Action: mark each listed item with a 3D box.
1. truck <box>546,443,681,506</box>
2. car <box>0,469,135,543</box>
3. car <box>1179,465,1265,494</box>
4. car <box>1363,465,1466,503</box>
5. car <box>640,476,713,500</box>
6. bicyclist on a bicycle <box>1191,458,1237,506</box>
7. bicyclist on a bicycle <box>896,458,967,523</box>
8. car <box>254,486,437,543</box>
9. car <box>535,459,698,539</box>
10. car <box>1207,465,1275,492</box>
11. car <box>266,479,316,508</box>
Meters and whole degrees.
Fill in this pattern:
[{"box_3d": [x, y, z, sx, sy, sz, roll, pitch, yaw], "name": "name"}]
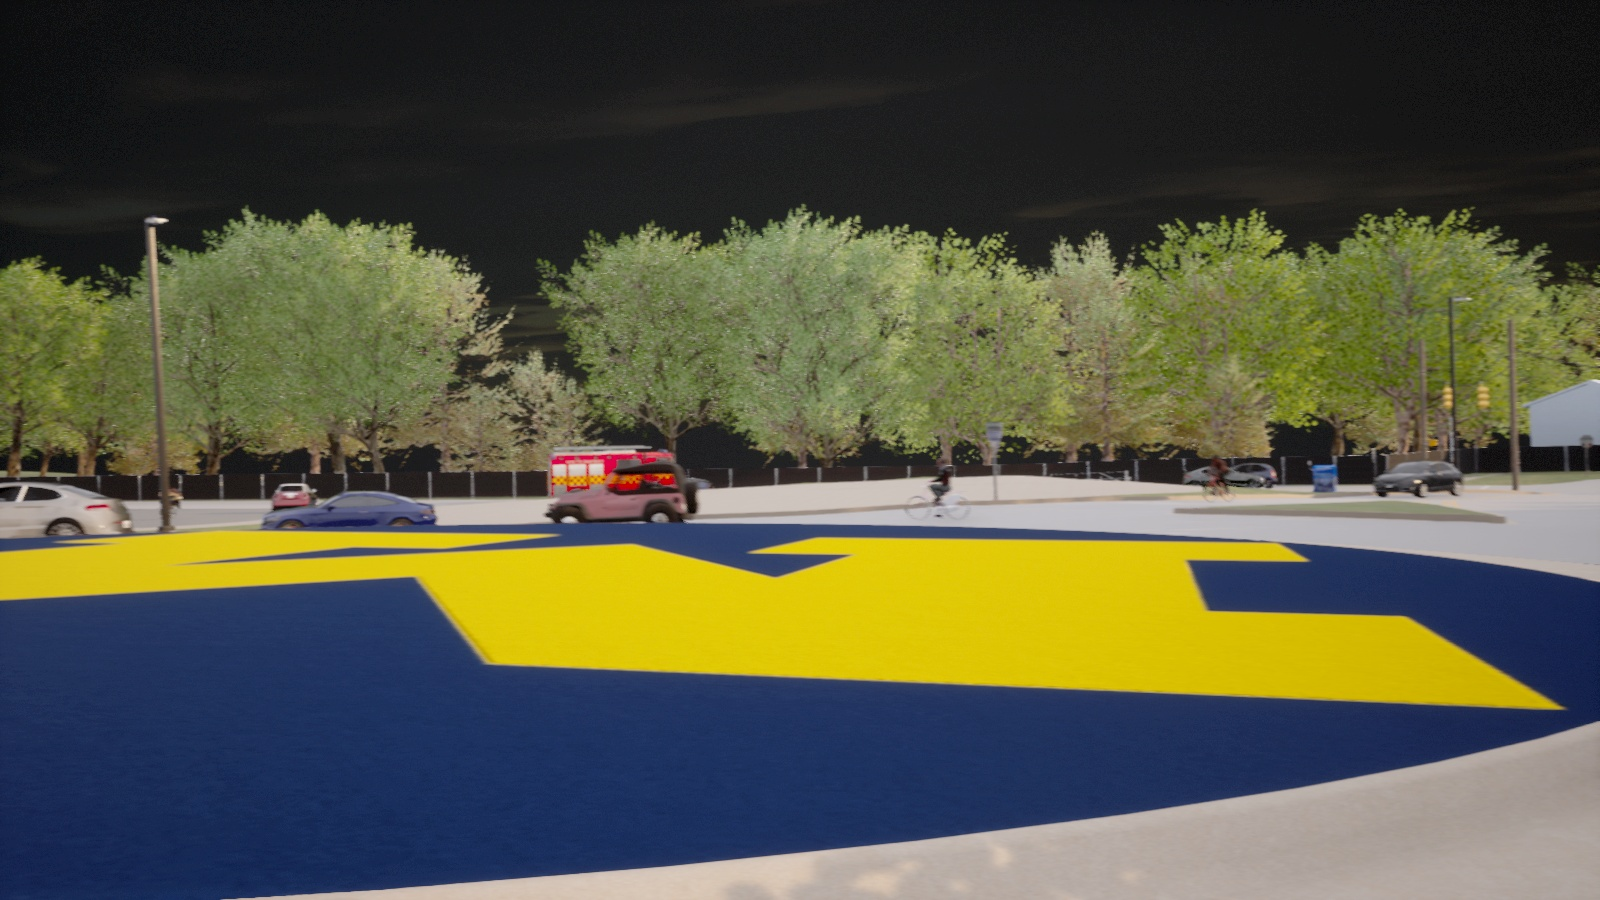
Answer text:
[{"box_3d": [-12.385, 1.561, 83.248, 8.468, 3.827, 2.891, -1, 2, -16], "name": "truck"}, {"box_3d": [-18.359, 1.259, 28.838, 5.027, 1.651, 2.152, 1, -2, -11], "name": "car"}, {"box_3d": [26.267, 1.839, 78.256, 5.027, 1.651, 2.152, -1, 2, 19], "name": "car"}, {"box_3d": [25.486, 1.381, 52.016, 4.892, 1.490, 1.837, 0, -1, -37], "name": "car"}, {"box_3d": [-8.527, 2.588, 86.866, 4.792, 1.488, 2.163, -1, 2, 0], "name": "car"}, {"box_3d": [14.015, 1.072, 42.479, 1.656, 1.620, 0.582, 1, -1, -35], "name": "bicyclist on a bicycle"}, {"box_3d": [3.710, 1.142, 35.496, 1.843, 1.776, 0.659, -1, 2, 21], "name": "bicyclist on a bicycle"}, {"box_3d": [-12.690, 1.766, 35.119, 4.674, 1.442, 1.812, 1, 0, -22], "name": "car"}, {"box_3d": [-4.664, 1.288, 32.316, 3.866, 1.878, 1.905, -2, -5, 1], "name": "car"}, {"box_3d": [28.497, 1.818, 81.134, 3.988, 1.617, 1.851, -1, 2, 22], "name": "car"}, {"box_3d": [-26.545, 2.257, 65.606, 1.970, 1.475, 3.806, -1, -2, -15], "name": "car"}]
